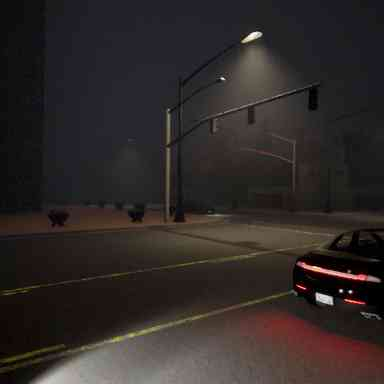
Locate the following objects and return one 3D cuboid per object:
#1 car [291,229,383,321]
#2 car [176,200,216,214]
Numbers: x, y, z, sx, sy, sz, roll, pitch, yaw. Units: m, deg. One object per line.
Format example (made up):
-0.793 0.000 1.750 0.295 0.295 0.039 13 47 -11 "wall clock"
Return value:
4.098 1.503 6.727 4.902 1.511 2.128 0 0 -35 "car"
0.265 1.624 36.056 2.033 1.411 5.357 1 -1 -35 "car"
